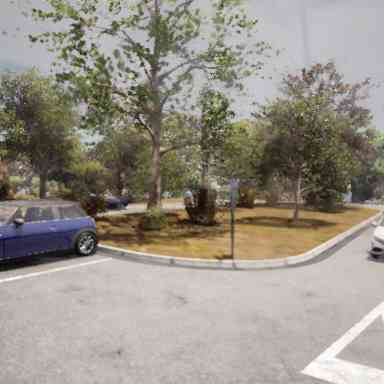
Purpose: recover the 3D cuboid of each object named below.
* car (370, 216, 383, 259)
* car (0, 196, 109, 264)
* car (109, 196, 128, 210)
[{"bbox_3d":[7.587,1.479,11.953,1.812,1.442,4.674,0,0,32],"label":"car"},{"bbox_3d":[-4.944,1.031,9.359,2.185,1.767,4.553,3,1,35],"label":"car"},{"bbox_3d":[-8.111,1.076,30.160,1.895,1.301,4.718,0,0,35],"label":"car"}]
